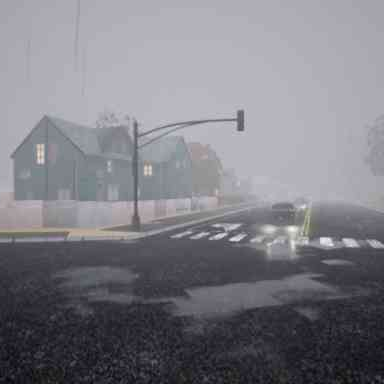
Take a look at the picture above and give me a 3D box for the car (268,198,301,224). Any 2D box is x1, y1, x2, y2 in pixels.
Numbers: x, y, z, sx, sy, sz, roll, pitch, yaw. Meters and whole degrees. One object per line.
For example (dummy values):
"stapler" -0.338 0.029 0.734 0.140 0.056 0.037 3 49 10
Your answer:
"car" 6.848 1.488 24.857 1.882 1.535 5.008 0 0 20

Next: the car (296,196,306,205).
"car" 18.837 1.470 57.702 2.128 1.511 4.902 0 0 20
